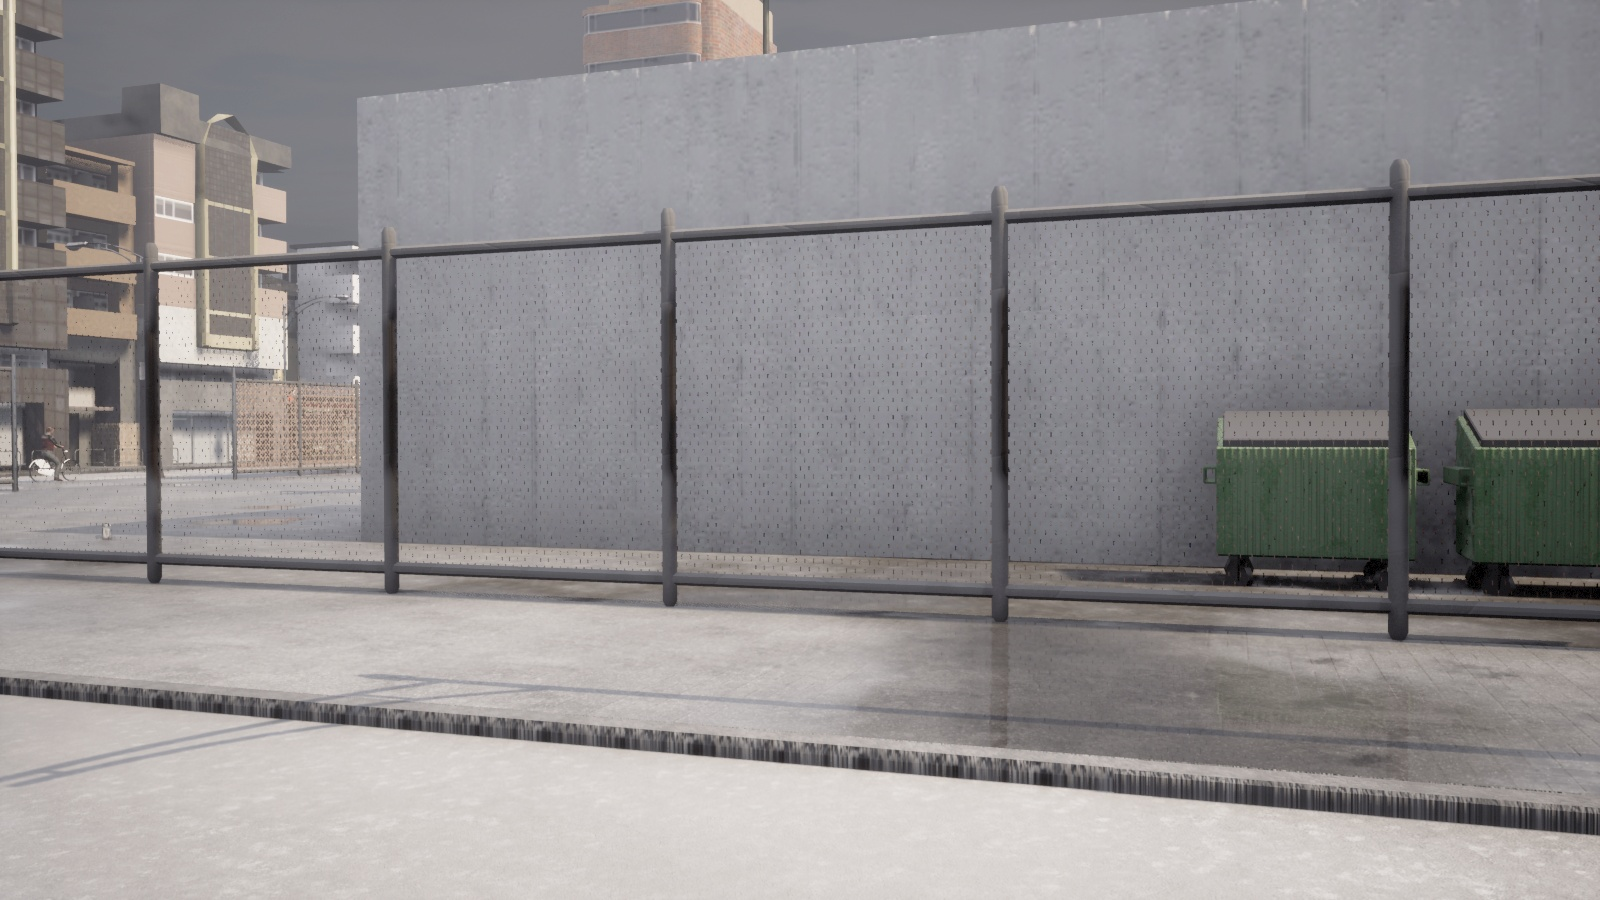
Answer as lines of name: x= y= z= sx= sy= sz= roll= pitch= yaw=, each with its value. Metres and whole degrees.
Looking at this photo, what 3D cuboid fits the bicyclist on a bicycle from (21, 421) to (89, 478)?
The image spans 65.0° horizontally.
bicyclist on a bicycle: x=-23.671 y=-0.031 z=39.939 sx=0.659 sy=1.776 sz=1.843 roll=1 pitch=1 yaw=19
